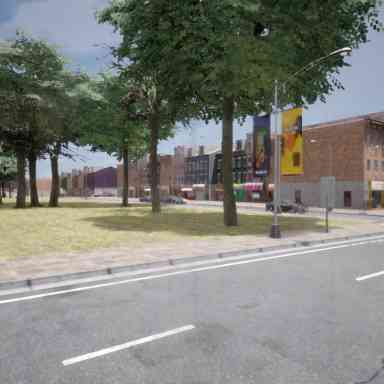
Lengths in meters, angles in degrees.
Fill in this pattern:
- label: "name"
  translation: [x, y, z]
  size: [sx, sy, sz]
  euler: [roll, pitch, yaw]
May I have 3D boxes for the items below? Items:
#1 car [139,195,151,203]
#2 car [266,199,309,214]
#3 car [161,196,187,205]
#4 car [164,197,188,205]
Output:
- label: "car"
  translation: [-8.733, 1.401, 66.638]
  size: [2.033, 1.411, 5.357]
  euler: [1, 0, -35]
- label: "car"
  translation: [10.050, 1.552, 35.354]
  size: [1.837, 1.490, 4.892]
  euler: [1, 0, -35]
- label: "car"
  translation: [-3.221, 1.389, 54.048]
  size: [1.837, 1.490, 4.892]
  euler: [1, -1, -35]
- label: "car"
  translation: [-2.863, 1.488, 58.485]
  size: [1.895, 1.301, 4.718]
  euler: [1, 0, -35]
